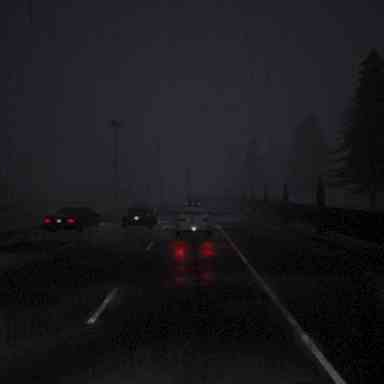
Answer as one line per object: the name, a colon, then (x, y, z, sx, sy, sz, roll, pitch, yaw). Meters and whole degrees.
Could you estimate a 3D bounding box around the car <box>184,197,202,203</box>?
car: (0.098, 1.375, 39.113, 2.097, 1.767, 4.553, 0, 0, 0)

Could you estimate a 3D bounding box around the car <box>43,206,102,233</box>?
car: (-6.902, 1.559, 19.746, 2.033, 1.411, 5.357, 0, 0, 0)

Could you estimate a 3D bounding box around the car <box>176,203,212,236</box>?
car: (0.086, 1.537, 18.345, 1.812, 1.442, 4.674, 0, 0, 0)

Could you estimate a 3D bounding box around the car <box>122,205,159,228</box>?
car: (-3.401, 1.577, 22.392, 1.994, 1.385, 4.181, 0, 0, 0)
